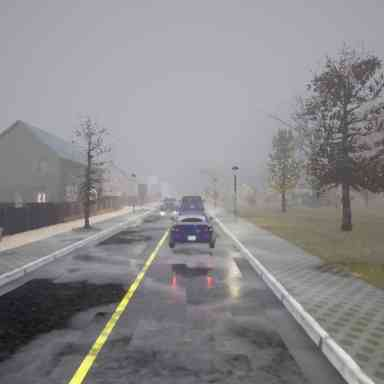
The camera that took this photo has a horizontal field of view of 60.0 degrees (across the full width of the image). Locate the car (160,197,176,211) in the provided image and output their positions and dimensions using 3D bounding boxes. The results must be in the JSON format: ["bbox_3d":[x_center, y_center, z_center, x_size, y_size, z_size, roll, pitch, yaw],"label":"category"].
[{"bbox_3d":[-2.751,1.476,41.710,2.097,1.767,4.553,0,0,0],"label":"car"}]

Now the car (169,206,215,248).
[{"bbox_3d":[0.000,1.544,14.668,1.812,1.442,4.674,0,0,0],"label":"car"}]

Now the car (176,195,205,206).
[{"bbox_3d":[0.000,1.297,29.707,2.150,2.045,5.566,0,0,0],"label":"car"}]
